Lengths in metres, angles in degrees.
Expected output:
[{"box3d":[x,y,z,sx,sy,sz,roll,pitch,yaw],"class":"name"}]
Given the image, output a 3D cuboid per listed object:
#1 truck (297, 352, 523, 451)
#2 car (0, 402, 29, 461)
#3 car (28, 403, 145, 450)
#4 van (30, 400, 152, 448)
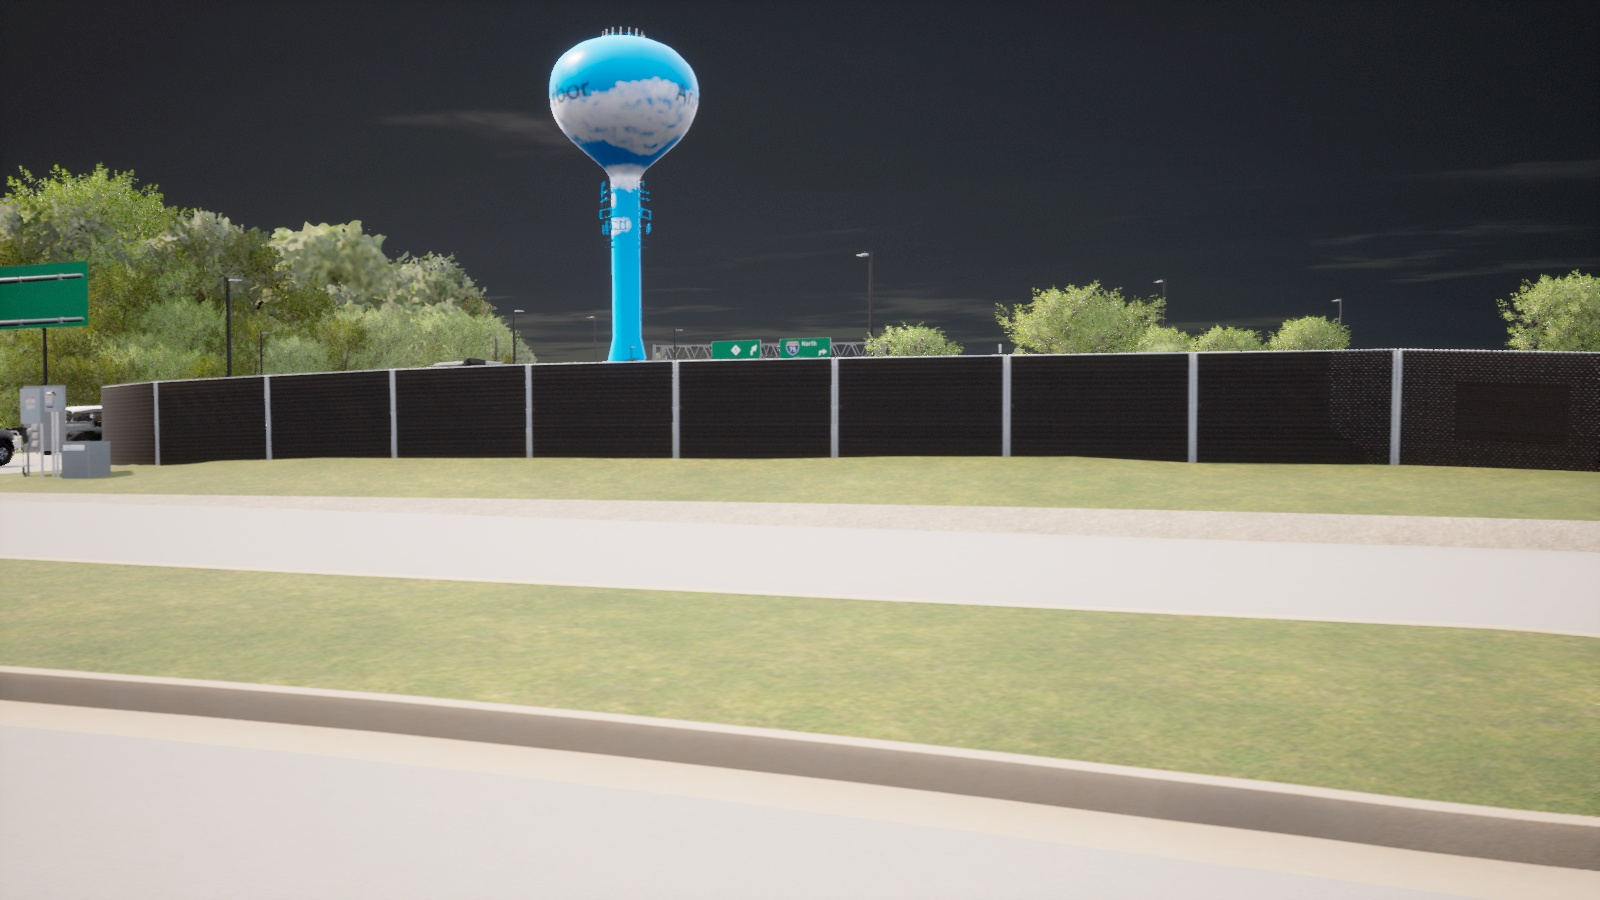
[{"box3d":[-14.665,-1.871,47.908,2.891,3.462,7.936,1,3,38],"class":"truck"},{"box3d":[-26.456,-0.536,38.496,1.932,1.855,4.605,0,2,19],"class":"car"},{"box3d":[-29.373,-1.002,51.827,1.905,1.878,3.866,0,2,18],"class":"car"},{"box3d":[-31.615,-1.207,56.163,2.069,2.038,4.480,0,2,18],"class":"van"}]
